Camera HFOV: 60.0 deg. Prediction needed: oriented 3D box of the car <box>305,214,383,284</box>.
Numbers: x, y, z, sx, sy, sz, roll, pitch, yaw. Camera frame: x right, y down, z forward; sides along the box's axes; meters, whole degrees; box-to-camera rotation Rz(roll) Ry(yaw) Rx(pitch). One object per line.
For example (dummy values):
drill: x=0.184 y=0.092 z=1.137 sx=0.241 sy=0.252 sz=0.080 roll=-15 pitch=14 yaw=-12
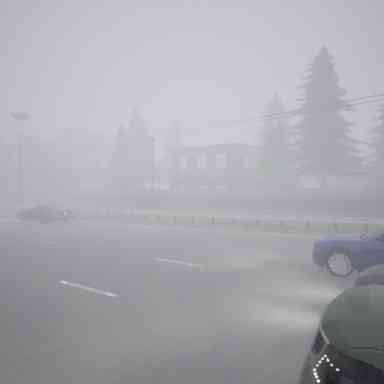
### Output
car: x=5.715 y=1.478 z=8.514 sx=5.008 sy=1.535 sz=1.882 roll=0 pitch=0 yaw=36

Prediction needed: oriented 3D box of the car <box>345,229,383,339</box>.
car: x=5.004 y=1.504 z=4.721 sx=4.892 sy=1.490 sz=1.837 roll=0 pitch=0 yaw=36

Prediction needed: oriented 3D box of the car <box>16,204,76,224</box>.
car: x=-10.886 y=1.559 z=24.658 sx=5.357 sy=1.411 sz=2.033 roll=0 pitch=0 yaw=36

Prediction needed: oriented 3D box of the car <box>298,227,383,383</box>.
car: x=3.405 y=1.220 z=1.563 sx=5.566 sy=2.045 sz=2.150 roll=0 pitch=0 yaw=36
